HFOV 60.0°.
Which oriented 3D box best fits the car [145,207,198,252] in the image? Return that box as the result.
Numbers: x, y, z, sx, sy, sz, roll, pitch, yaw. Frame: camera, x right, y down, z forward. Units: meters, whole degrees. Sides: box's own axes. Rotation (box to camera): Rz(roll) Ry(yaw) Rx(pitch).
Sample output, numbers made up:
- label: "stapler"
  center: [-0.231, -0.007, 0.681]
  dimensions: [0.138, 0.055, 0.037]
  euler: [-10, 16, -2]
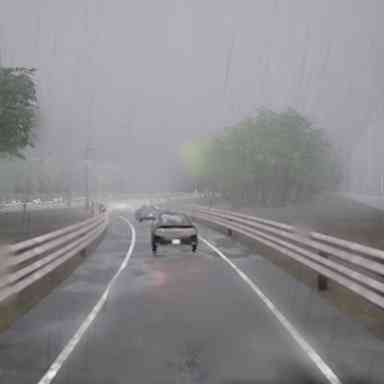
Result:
- label: "car"
  center: [-0.901, 1.660, 14.751]
  dimensions: [2.128, 1.511, 4.902]
  euler: [0, -1, -7]

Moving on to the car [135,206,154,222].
- label: "car"
  center: [-3.996, 1.922, 29.906]
  dimensions: [1.994, 1.385, 4.181]
  euler: [0, -1, -16]
